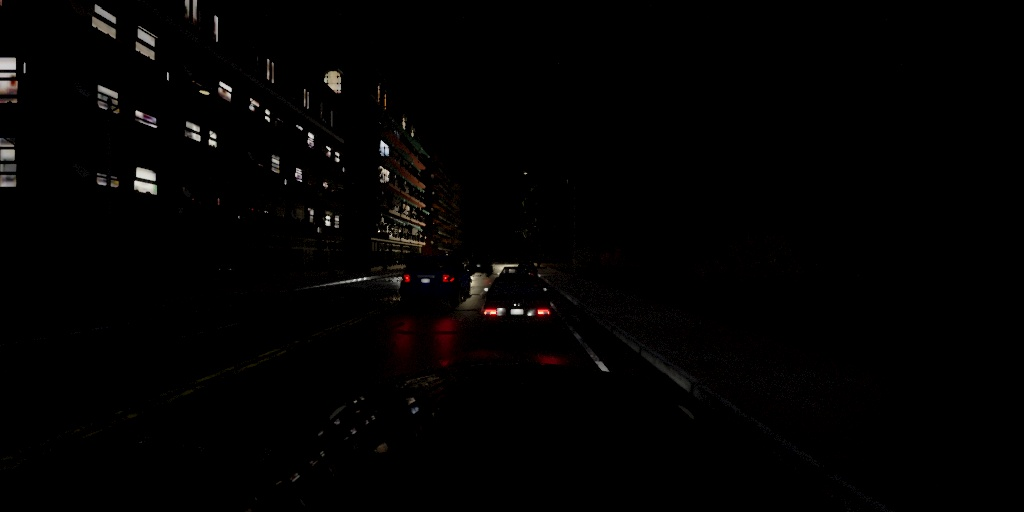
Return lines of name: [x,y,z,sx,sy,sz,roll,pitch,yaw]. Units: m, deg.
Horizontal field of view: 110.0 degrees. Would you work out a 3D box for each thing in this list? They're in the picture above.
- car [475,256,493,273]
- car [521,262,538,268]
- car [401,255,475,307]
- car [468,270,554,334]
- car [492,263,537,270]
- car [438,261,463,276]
car: [-3.120,0.977,35.991,2.150,2.045,5.566,0,0,0]
car: [1.164,1.259,30.682,1.837,1.490,4.892,0,0,0]
car: [-3.138,0.976,15.696,2.150,2.045,5.566,0,0,0]
car: [0.110,1.299,10.554,2.033,1.411,5.357,0,0,0]
car: [0.116,1.300,20.915,2.033,1.411,5.357,0,0,0]
car: [-6.568,1.317,38.821,1.994,1.385,4.181,0,0,0]
